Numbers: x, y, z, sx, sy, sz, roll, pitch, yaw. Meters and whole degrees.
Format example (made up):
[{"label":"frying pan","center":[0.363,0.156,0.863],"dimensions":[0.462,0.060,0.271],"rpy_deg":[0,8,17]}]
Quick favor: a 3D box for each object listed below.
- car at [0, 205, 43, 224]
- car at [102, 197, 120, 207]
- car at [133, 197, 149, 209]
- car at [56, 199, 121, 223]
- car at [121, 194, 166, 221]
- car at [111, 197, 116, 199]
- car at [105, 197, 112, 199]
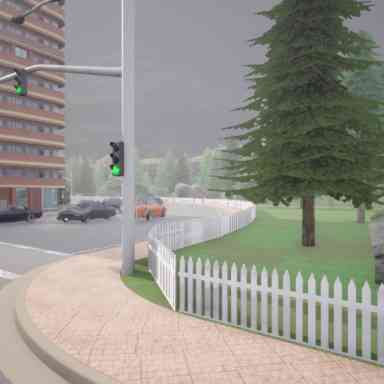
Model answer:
[{"label":"car","center":[-12.708,1.545,22.629],"dimensions":[1.895,1.301,4.718],"rpy_deg":[0,0,23]},{"label":"car","center":[-12.664,1.508,51.592],"dimensions":[1.994,1.385,4.181],"rpy_deg":[0,0,-24]},{"label":"car","center":[-6.943,1.470,44.943],"dimensions":[1.812,1.442,4.674],"rpy_deg":[0,0,-13]},{"label":"car","center":[-7.822,1.492,25.309],"dimensions":[2.033,1.411,5.357],"rpy_deg":[0,0,17]},{"label":"car","center":[-3.661,1.296,26.816],"dimensions":[2.097,1.767,4.553],"rpy_deg":[0,0,15]},{"label":"car","center":[-9.813,1.492,41.935],"dimensions":[2.033,1.411,5.357],"rpy_deg":[0,0,-7]},{"label":"car","center":[-9.904,1.492,31.861],"dimensions":[2.033,1.411,5.357],"rpy_deg":[0,0,8]}]
